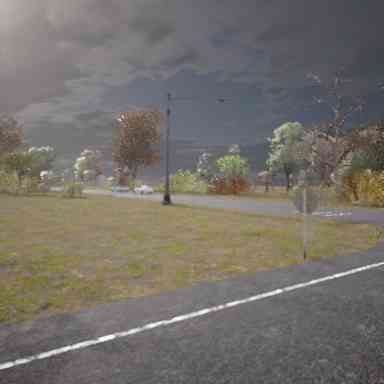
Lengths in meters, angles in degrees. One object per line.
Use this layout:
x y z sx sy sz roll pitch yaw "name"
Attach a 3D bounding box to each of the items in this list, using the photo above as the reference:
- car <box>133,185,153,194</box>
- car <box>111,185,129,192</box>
-8.034 -0.364 54.925 1.812 1.442 4.674 0 2 -36 "car"
-13.642 -0.598 62.747 1.895 1.301 4.718 0 2 -36 "car"
